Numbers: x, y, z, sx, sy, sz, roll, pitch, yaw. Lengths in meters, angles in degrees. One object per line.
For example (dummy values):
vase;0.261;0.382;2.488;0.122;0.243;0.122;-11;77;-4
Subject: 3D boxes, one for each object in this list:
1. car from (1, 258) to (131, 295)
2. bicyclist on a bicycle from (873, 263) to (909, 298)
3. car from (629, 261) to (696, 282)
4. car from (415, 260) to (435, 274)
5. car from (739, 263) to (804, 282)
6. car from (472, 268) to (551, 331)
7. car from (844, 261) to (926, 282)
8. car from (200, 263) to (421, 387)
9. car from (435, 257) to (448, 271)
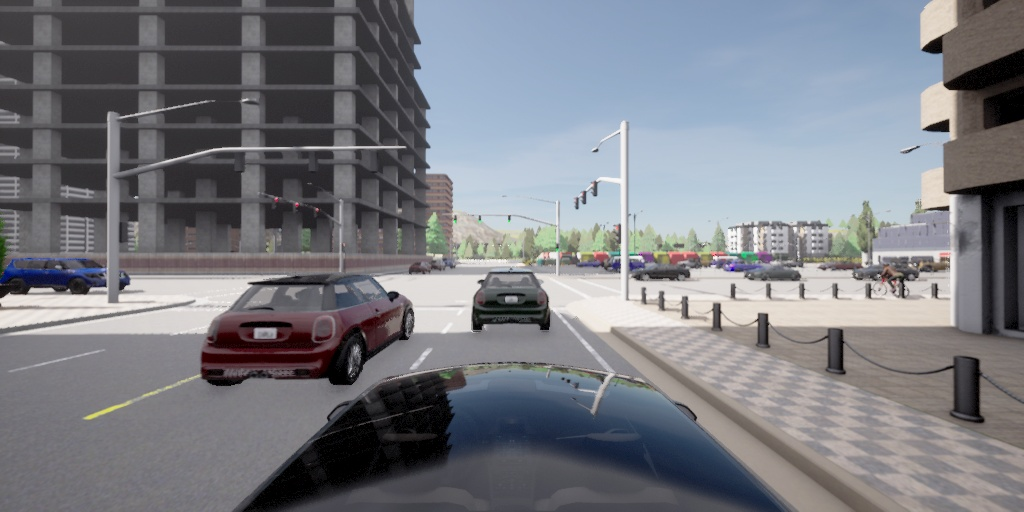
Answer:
car;-25.512;1.122;20.612;5.566;2.045;2.150;0;0;0
bicyclist on a bicycle;18.073;1.182;17.138;0.582;1.620;1.656;0;-1;0
car;13.045;1.431;31.585;5.008;1.535;1.882;0;0;0
car;-11.358;1.441;44.521;1.882;1.535;5.008;0;0;0
car;22.959;1.517;31.649;4.181;1.385;1.994;0;0;0
car;-0.049;1.149;11.317;2.097;1.767;4.553;0;0;-1
car;32.928;1.458;31.715;4.892;1.490;1.837;0;0;0
car;-3.497;1.129;7.187;2.097;1.767;4.553;0;0;0
car;-11.457;1.364;54.279;2.097;1.767;4.553;0;0;-1
